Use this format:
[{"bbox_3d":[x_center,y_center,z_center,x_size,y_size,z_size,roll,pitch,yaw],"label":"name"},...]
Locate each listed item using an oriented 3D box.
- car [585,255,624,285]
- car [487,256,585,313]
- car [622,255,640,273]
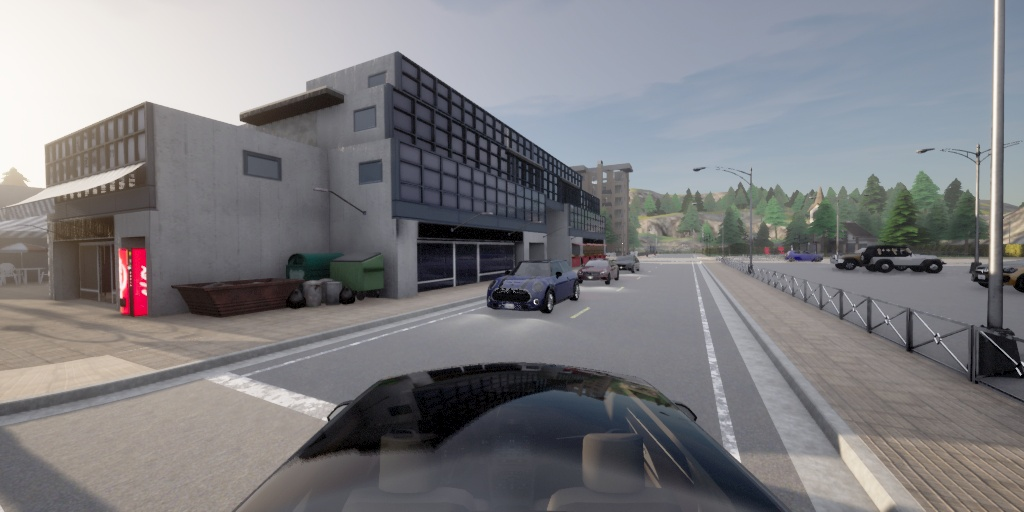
[{"bbox_3d":[5.400,0.875,22.112,1.812,1.442,4.674,0,1,26],"label":"car"},{"bbox_3d":[0.916,0.910,13.060,2.097,1.767,4.553,0,1,26],"label":"car"},{"bbox_3d":[9.968,0.642,31.299,1.837,1.490,4.892,0,1,27],"label":"car"}]
